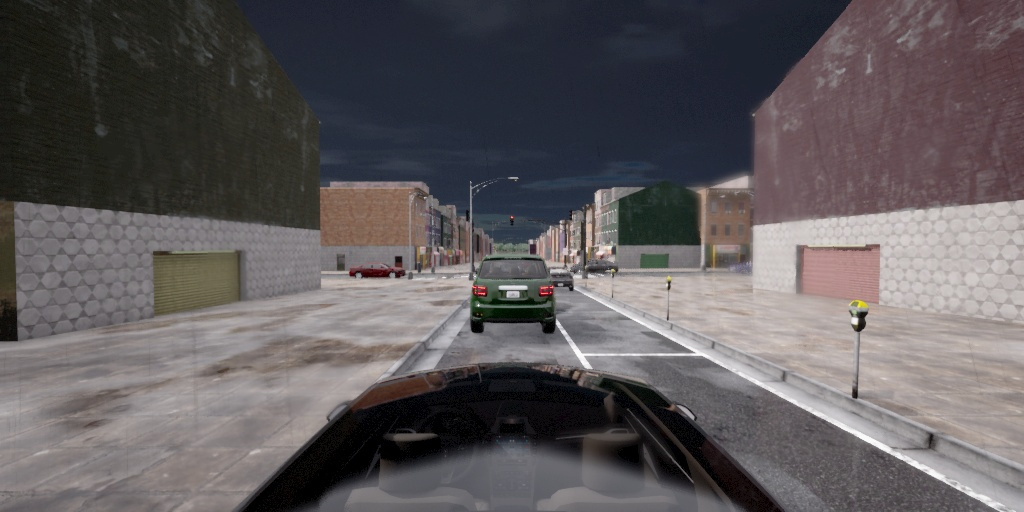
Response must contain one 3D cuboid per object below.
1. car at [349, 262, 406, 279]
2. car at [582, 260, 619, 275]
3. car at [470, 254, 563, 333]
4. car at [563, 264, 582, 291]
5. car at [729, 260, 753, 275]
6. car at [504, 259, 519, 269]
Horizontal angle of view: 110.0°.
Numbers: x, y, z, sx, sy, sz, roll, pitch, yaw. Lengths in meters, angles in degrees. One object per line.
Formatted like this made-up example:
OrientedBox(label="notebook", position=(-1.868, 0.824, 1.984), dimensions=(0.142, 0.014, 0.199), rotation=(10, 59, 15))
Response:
OrientedBox(label="car", position=(-12.398, 1.337, 33.202), dimensions=(5.008, 1.535, 1.882), rotation=(0, 1, -1))
OrientedBox(label="car", position=(8.309, 1.162, 36.539), dimensions=(4.892, 1.490, 1.837), rotation=(0, 1, 5))
OrientedBox(label="car", position=(0.029, 0.968, 10.859), dimensions=(2.150, 2.045, 5.566), rotation=(0, 0, 0))
OrientedBox(label="car", position=(2.593, 1.296, 21.274), dimensions=(2.007, 1.370, 4.403), rotation=(0, 0, 0))
OrientedBox(label="car", position=(24.490, 1.116, 36.212), dimensions=(4.674, 1.442, 1.812), rotation=(0, 1, 0))
OrientedBox(label="car", position=(-0.066, 1.245, 55.802), dimensions=(2.128, 1.511, 4.902), rotation=(0, 0, 0))
